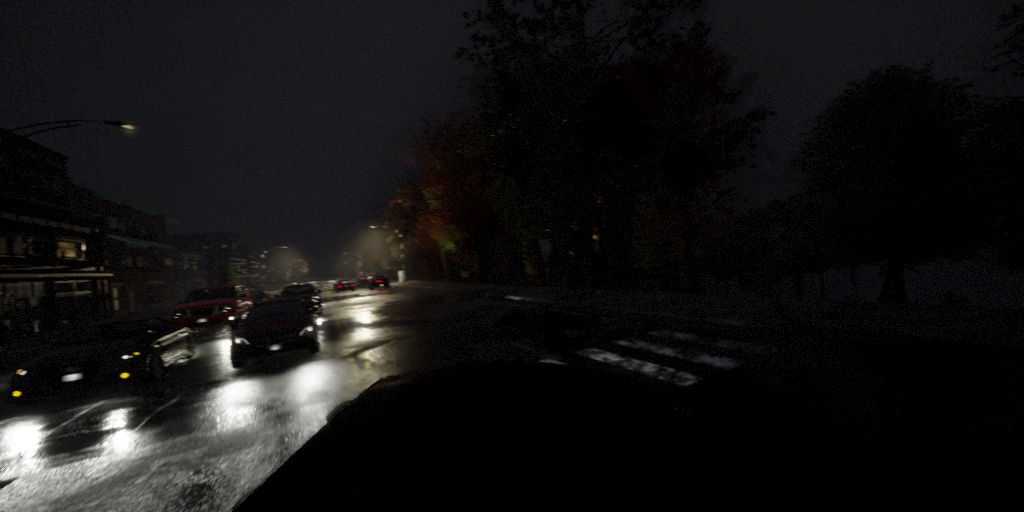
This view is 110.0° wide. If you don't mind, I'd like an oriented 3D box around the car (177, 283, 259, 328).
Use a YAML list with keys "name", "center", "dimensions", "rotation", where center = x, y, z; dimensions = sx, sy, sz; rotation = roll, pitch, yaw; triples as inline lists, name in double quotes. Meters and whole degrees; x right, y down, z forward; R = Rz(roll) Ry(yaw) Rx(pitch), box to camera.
- name: "car"
  center: [-13.874, 2.399, 16.947]
  dimensions: [2.150, 2.045, 5.566]
  rotation: [-5, 0, -28]

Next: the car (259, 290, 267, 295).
- name: "car"
  center: [-18.724, 3.249, 26.154]
  dimensions: [2.033, 1.411, 5.357]
  rotation: [-5, 0, -28]

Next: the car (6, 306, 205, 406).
- name: "car"
  center: [-9.450, 2.267, 8.692]
  dimensions: [1.994, 1.385, 4.181]
  rotation: [-5, 0, -28]

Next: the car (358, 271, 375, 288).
- name: "car"
  center: [-19.721, 3.153, 48.865]
  dimensions: [2.150, 2.045, 5.566]
  rotation: [-5, 0, -28]

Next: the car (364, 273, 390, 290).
- name: "car"
  center: [-14.752, 2.902, 39.591]
  dimensions: [1.837, 1.490, 4.892]
  rotation: [-5, 0, -28]

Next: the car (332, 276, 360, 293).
- name: "car"
  center: [-18.696, 3.329, 40.158]
  dimensions: [2.033, 1.411, 5.357]
  rotation: [-5, 0, -27]

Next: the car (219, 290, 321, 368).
- name: "car"
  center: [-6.660, 1.969, 10.348]
  dimensions: [1.812, 1.442, 4.674]
  rotation: [-5, 0, -30]

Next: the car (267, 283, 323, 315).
- name: "car"
  center: [-11.405, 2.305, 19.236]
  dimensions: [2.097, 1.767, 4.553]
  rotation: [-5, 0, -28]
